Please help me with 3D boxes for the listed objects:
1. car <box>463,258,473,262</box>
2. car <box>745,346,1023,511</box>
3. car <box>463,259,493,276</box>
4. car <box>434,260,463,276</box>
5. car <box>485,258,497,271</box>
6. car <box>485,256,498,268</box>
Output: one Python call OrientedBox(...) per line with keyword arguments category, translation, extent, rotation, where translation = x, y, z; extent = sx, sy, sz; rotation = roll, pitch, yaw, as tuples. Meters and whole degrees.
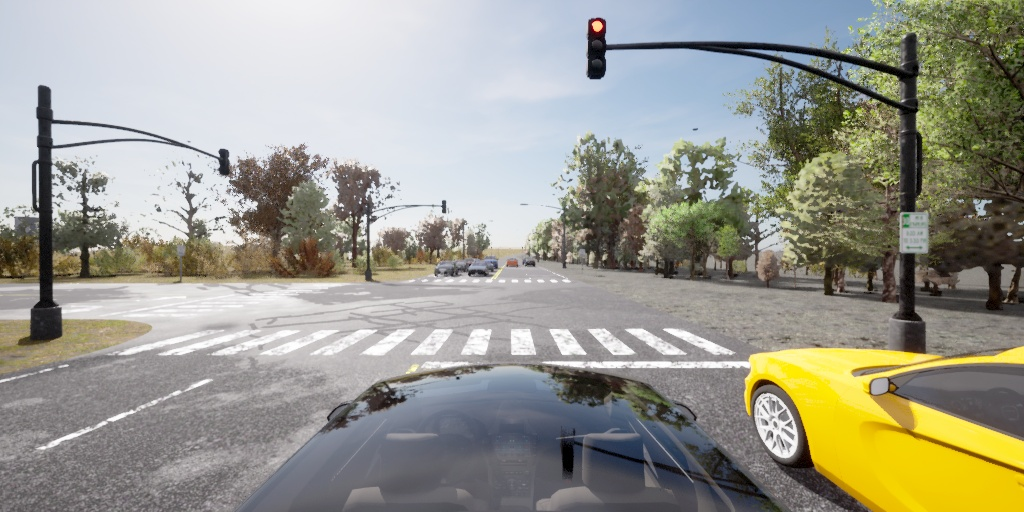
OrientedBox(category="car", translation=(-6.599, 1.238, 45.730), extent=(2.128, 1.511, 4.902), rotation=(0, 0, 0))
OrientedBox(category="car", translation=(3.363, 1.195, 1.728), extent=(1.882, 1.535, 5.008), rotation=(0, 1, 0))
OrientedBox(category="car", translation=(-3.352, 1.294, 36.666), extent=(2.033, 1.411, 5.357), rotation=(0, 0, 0))
OrientedBox(category="car", translation=(-6.600, 1.238, 36.443), extent=(2.128, 1.511, 4.902), rotation=(0, 0, 0))
OrientedBox(category="car", translation=(-3.348, 1.310, 45.901), extent=(1.994, 1.385, 4.181), rotation=(0, 0, 0))
OrientedBox(category="car", translation=(-3.344, 0.968, 56.271), extent=(2.150, 2.045, 5.566), rotation=(0, 0, 0))
